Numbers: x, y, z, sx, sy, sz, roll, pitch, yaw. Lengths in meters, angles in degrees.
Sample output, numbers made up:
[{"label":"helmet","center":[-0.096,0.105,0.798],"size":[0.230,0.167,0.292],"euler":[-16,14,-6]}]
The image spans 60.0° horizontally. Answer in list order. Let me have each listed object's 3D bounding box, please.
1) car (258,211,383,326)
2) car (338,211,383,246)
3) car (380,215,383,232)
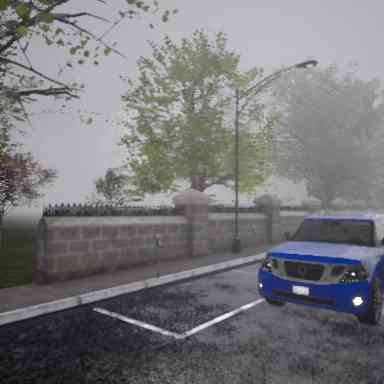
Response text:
[{"label":"car","center":[3.752,1.534,8.213],"size":[2.150,2.045,5.566],"euler":[-2,-3,40]},{"label":"car","center":[11.124,2.174,21.049],"size":[2.192,1.841,5.009],"euler":[-1,-2,40]},{"label":"car","center":[18.197,2.784,29.517],"size":[1.947,1.339,4.313],"euler":[-1,-2,40]}]
